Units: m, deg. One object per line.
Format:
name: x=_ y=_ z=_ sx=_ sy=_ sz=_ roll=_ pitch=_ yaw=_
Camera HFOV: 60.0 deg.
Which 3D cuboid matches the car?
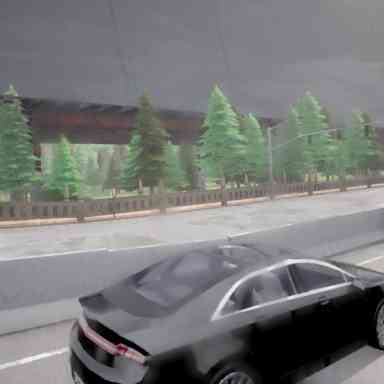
car: x=0.945 y=1.462 z=4.428 sx=4.902 sy=1.511 sz=2.128 roll=-1 pitch=1 yaw=-36
